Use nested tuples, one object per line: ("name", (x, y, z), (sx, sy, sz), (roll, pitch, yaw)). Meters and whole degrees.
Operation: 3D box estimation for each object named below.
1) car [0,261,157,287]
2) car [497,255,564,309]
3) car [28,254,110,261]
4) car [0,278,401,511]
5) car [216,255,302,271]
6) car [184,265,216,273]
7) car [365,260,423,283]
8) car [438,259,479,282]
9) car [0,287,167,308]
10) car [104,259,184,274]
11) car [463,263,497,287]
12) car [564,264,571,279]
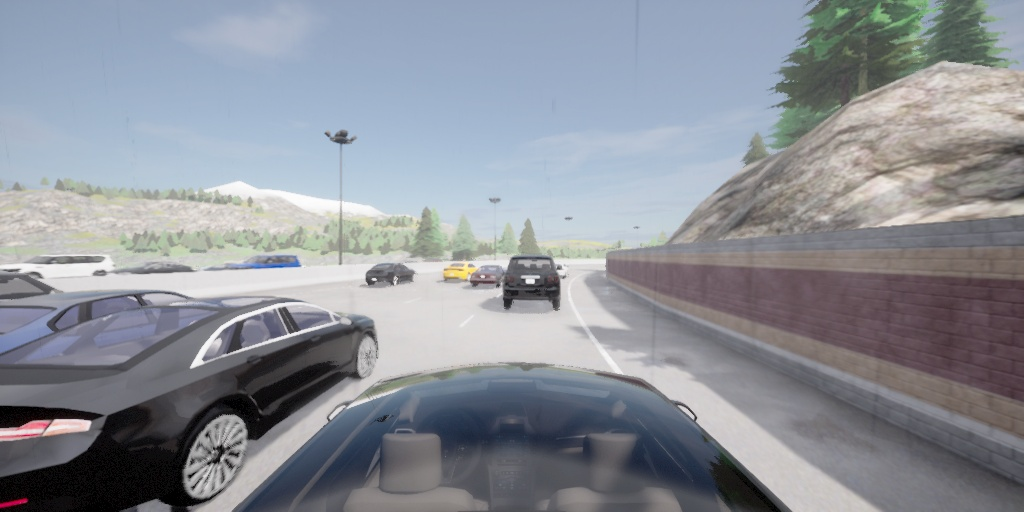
("car", (-10.181, 1.070, 6.839), (2.097, 1.767, 4.553), (0, 0, 2))
("car", (0.926, 0.976, 15.136), (2.150, 2.045, 5.566), (0, 0, 6))
("car", (-29.909, 0.879, 23.608), (2.150, 2.045, 5.566), (0, 0, 8))
("car", (-3.278, 1.231, 4.361), (2.128, 1.511, 4.902), (0, 0, 1))
("car", (-18.698, 0.918, 27.326), (2.150, 2.045, 5.566), (0, 0, 10))
("car", (-22.135, 1.247, 27.755), (1.994, 1.385, 4.181), (0, 0, 10))
("car", (-8.243, 1.231, 24.900), (1.837, 1.490, 4.892), (0, 0, 10))
("car", (-3.924, 1.218, 28.924), (1.882, 1.535, 5.008), (0, 0, 12))
("car", (-6.767, 1.276, 6.106), (2.033, 1.411, 5.357), (0, 0, 2))
("car", (-25.991, 1.162, 25.928), (2.128, 1.511, 4.902), (0, 0, 9))
("car", (-1.339, 1.296, 24.103), (2.033, 1.411, 5.357), (0, 0, 10))
("car", (4.201, 1.289, 33.073), (1.812, 1.442, 4.674), (0, 0, 14))
